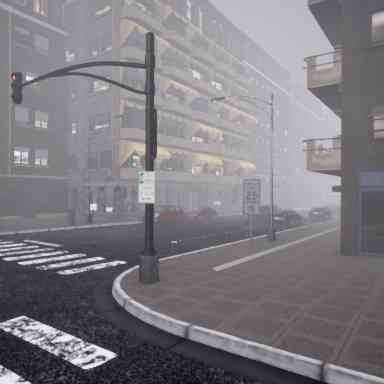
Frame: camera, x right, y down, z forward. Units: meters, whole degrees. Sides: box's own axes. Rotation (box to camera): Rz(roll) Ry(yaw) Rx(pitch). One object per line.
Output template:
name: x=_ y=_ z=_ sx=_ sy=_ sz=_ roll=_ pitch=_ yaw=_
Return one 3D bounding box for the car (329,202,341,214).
car: x=20.779 y=2.460 z=46.197 sx=1.752 sy=1.417 sz=4.829 roll=-1 pitch=-2 yaw=35

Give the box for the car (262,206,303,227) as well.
car: x=7.740 y=2.096 z=27.409 sx=1.947 sy=1.339 sz=4.313 roll=-1 pitch=-2 yaw=35

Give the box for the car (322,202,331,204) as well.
car: x=22.207 y=2.629 z=52.715 sx=1.895 sy=1.301 sz=4.718 roll=0 pitch=-1 yaw=35

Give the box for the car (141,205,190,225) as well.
car: x=-2.324 y=1.822 z=27.492 sx=1.967 sy=1.590 sz=4.097 roll=-1 pitch=-1 yaw=35

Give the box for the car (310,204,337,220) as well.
car: x=14.211 y=2.297 z=36.733 sx=1.947 sy=1.339 sz=4.313 roll=-1 pitch=-2 yaw=35

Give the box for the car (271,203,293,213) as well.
car: x=13.755 y=2.406 z=50.658 sx=1.752 sy=1.417 sz=4.829 roll=-1 pitch=-1 yaw=35

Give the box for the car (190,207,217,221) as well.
car: x=0.911 y=2.064 z=32.150 sx=1.802 sy=1.307 sz=4.206 roll=-1 pitch=-1 yaw=35

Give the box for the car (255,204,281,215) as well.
car: x=10.616 y=2.328 z=46.135 sx=1.887 sy=1.381 sz=4.507 roll=-1 pitch=-1 yaw=35

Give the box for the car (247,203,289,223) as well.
car: x=6.901 y=1.906 z=30.672 sx=2.097 sy=1.767 sz=4.553 roll=0 pitch=-1 yaw=35
